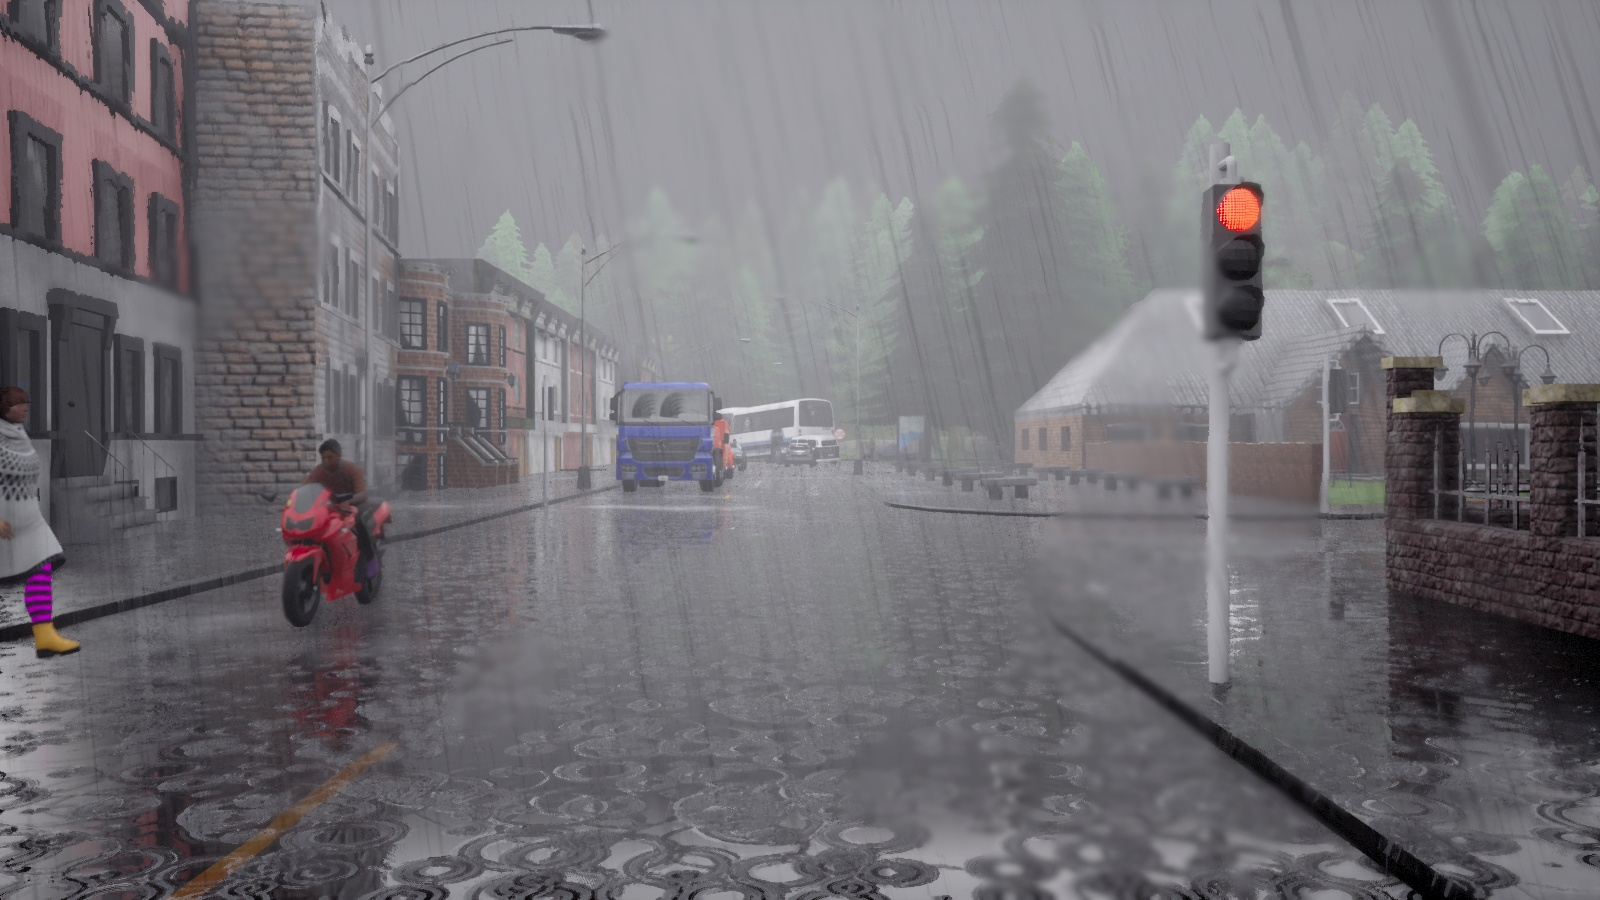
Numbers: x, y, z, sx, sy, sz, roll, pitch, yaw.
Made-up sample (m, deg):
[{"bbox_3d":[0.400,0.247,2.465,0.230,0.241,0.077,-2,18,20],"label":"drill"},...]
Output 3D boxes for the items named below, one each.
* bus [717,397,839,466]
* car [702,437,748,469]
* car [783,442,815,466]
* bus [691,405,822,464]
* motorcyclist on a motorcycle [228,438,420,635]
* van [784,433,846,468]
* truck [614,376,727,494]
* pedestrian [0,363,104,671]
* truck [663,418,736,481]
[{"bbox_3d":[-1.729,-1.167,90.581,3.944,4.253,10.273,1,-3,-32],"label":"bus"},{"bbox_3d":[-4.042,0.136,68.438,2.152,1.651,5.027,0,0,0],"label":"car"},{"bbox_3d":[-0.034,0.264,79.399,1.970,1.475,3.806,0,0,0],"label":"car"},{"bbox_3d":[-3.289,-1.163,97.889,3.944,4.253,10.273,-3,-2,44],"label":"bus"},{"bbox_3d":[-4.014,0.664,10.782,0.797,1.523,2.044,1,0,2],"label":"motorcyclist on a motorcycle"},{"bbox_3d":[0.974,0.006,83.435,2.069,2.038,4.480,-5,4,-29],"label":"van"},{"bbox_3d":[-4.047,-0.470,41.022,2.891,3.462,7.936,0,0,0],"label":"truck"},{"bbox_3d":[-5.233,0.421,8.311,0.873,1.952,0.659,0,0,5],"label":"pedestrian"},{"bbox_3d":[-4.061,-0.035,51.564,2.627,2.467,5.204,0,0,0],"label":"truck"}]
